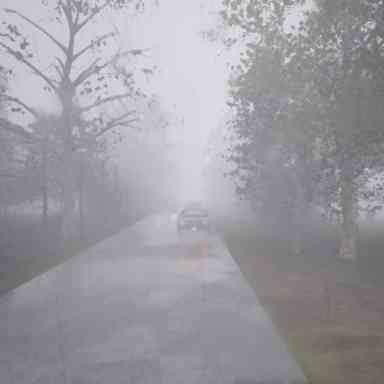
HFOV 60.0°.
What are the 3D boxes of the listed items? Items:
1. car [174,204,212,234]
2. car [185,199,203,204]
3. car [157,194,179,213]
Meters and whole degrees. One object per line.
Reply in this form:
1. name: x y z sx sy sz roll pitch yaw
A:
1. car: 0.139 1.625 19.430 1.895 1.301 4.718 0 0 0
2. car: 0.210 1.552 37.352 1.837 1.490 4.892 0 0 0
3. car: -2.655 1.273 37.367 2.150 2.045 5.566 0 0 1
